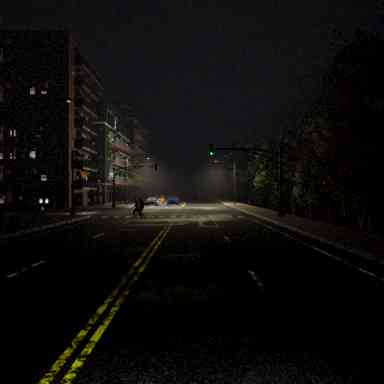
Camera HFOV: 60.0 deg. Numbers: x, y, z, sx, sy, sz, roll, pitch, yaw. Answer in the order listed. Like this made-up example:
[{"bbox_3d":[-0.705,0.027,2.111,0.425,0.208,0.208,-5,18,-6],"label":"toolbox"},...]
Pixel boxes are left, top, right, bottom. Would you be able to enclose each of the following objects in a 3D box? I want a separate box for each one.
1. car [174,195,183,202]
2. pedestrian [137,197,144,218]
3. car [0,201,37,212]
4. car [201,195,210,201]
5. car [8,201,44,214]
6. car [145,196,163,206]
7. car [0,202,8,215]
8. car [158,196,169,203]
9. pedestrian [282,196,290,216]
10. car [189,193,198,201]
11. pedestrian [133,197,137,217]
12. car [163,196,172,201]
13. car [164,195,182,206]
[{"bbox_3d":[-3.015,1.538,75.385,1.837,1.490,4.892,0,0,0],"label":"car"},{"bbox_3d":[-4.256,1.301,28.100,0.375,1.860,0.375,0,0,0],"label":"pedestrian"},{"bbox_3d":[-22.654,1.857,43.273,4.206,1.307,1.802,-1,1,-1],"label":"car"},{"bbox_3d":[3.519,1.540,85.571,1.837,1.490,4.892,0,0,0],"label":"car"},{"bbox_3d":[-19.218,1.728,37.427,4.902,1.511,2.128,-1,0,1],"label":"car"},{"bbox_3d":[-6.421,1.568,54.401,2.033,1.411,5.357,0,0,0],"label":"car"},{"bbox_3d":[-22.563,1.596,34.623,5.009,1.841,2.192,-1,1,-1],"label":"car"},{"bbox_3d":[-6.270,1.562,74.194,2.128,1.511,4.902,0,0,0],"label":"car"},{"bbox_3d":[8.058,1.149,28.758,0.375,1.860,0.375,0,0,0],"label":"pedestrian"},{"bbox_3d":[0.269,1.266,85.613,2.150,2.045,5.566,0,0,0],"label":"car"},{"bbox_3d":[-4.951,1.310,29.400,0.375,1.860,0.375,0,0,0],"label":"pedestrian"},{"bbox_3d":[-6.235,1.628,84.518,1.895,1.301,4.718,0,0,0],"label":"car"},{"bbox_3d":[-3.165,1.499,55.843,1.882,1.535,5.008,0,0,0],"label":"car"}]
